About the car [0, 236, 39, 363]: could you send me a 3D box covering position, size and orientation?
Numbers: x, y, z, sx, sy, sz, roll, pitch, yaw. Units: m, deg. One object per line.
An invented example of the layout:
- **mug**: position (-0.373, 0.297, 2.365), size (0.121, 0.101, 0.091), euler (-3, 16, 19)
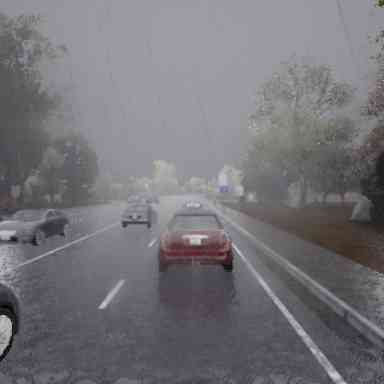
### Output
- **car**: position (-3.410, 1.504, 2.883), size (1.837, 1.490, 4.892), euler (0, 0, 0)

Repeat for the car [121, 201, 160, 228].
- **car**: position (-3.402, 1.537, 22.270), size (2.033, 1.411, 5.357), euler (0, 0, 0)

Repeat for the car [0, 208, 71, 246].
- **car**: position (-7.101, 1.484, 15.115), size (2.128, 1.511, 4.902), euler (0, 0, 0)

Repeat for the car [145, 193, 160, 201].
- **car**: position (-7.035, 1.199, 60.062), size (2.150, 2.045, 5.566), euler (0, 0, 1)

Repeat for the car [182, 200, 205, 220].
- **car**: position (0.098, 1.512, 28.610), size (1.812, 1.442, 4.674), euler (0, 0, 0)

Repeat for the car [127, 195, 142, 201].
- **car**: position (-10.536, 1.325, 61.001), size (2.097, 1.767, 4.553), euler (0, 0, 1)

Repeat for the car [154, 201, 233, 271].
- **car**: position (0.098, 1.346, 11.080), size (2.097, 1.767, 4.553), euler (0, 0, 0)
